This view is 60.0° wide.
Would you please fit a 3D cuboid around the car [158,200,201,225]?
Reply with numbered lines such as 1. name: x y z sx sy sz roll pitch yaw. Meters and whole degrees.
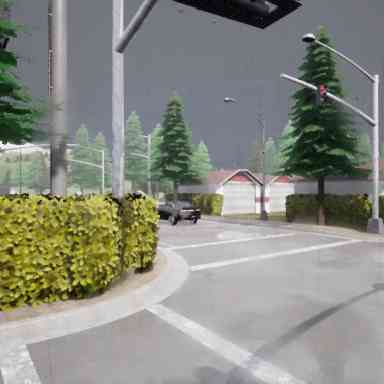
1. car: -1.361 1.320 22.494 2.128 1.511 4.902 0 1 -36
